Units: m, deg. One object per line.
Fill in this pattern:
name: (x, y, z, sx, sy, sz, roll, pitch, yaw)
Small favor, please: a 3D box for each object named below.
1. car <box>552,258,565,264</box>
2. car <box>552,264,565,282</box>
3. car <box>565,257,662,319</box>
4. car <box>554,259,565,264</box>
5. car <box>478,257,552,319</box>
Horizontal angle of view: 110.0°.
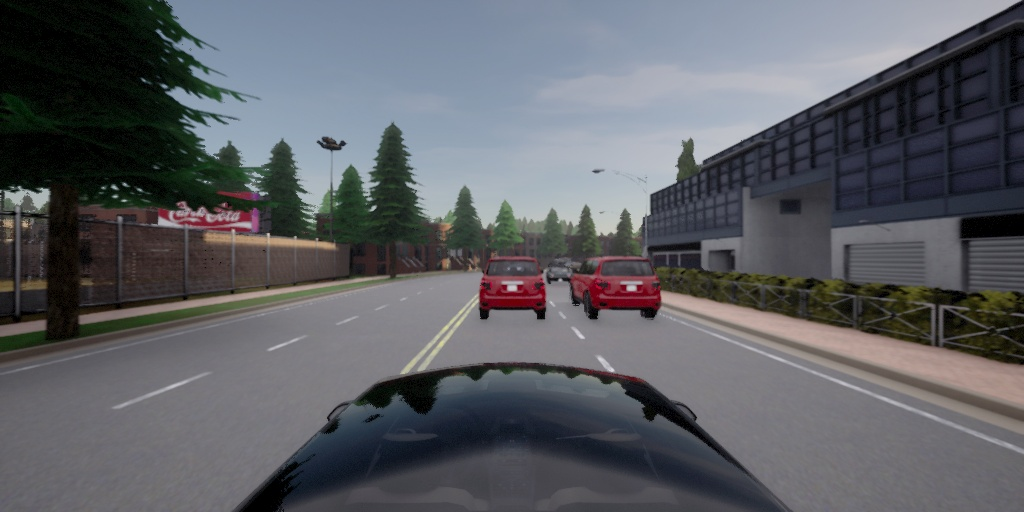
car: (8.602, 1.327, 63.533, 5.566, 2.045, 2.150, 0, -1, -44)
car: (3.720, 1.506, 28.711, 1.895, 1.301, 4.718, 0, 0, 4)
car: (3.536, 1.039, 13.198, 2.150, 2.045, 5.566, 0, 0, 1)
car: (9.856, 1.633, 59.982, 2.033, 1.411, 5.357, 0, 0, 44)
car: (0.037, 1.040, 13.238, 2.150, 2.045, 5.566, 0, 0, 1)
